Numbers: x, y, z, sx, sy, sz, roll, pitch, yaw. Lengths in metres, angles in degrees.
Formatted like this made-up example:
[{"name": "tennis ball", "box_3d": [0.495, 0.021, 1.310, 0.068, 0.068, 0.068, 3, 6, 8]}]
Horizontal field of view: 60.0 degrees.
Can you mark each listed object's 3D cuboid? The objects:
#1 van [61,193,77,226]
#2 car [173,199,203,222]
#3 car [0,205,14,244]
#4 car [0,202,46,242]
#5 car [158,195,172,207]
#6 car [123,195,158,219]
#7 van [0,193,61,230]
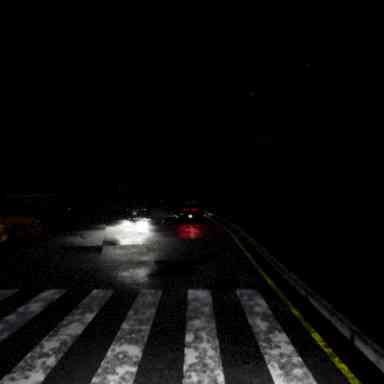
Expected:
[{"name": "van", "box_3d": [-9.453, 1.086, 20.433, 4.442, 1.987, 1.878, -1, 1, -21]}, {"name": "car", "box_3d": [-0.269, 1.278, 24.100, 1.837, 1.490, 4.892, 0, 1, -4]}, {"name": "car", "box_3d": [-9.406, 1.444, 11.421, 5.366, 1.575, 1.946, -1, 1, -20]}, {"name": "car", "box_3d": [-9.275, 1.405, 14.490, 5.008, 1.535, 2.097, -1, 0, -21]}, {"name": "car", "box_3d": [-4.089, 1.055, 40.771, 2.033, 1.411, 5.357, 0, 1, -24]}, {"name": "car", "box_3d": [-4.169, 1.226, 26.270, 2.128, 1.511, 4.902, 0, 1, -1]}, {"name": "van", "box_3d": [-9.416, 1.134, 17.432, 4.442, 1.987, 1.878, -1, 1, -21]}]
